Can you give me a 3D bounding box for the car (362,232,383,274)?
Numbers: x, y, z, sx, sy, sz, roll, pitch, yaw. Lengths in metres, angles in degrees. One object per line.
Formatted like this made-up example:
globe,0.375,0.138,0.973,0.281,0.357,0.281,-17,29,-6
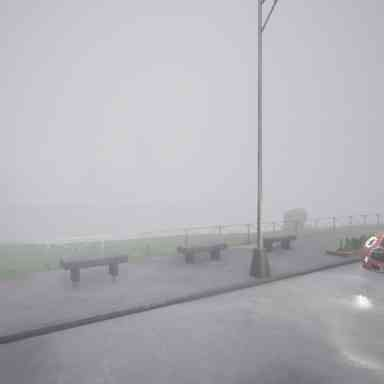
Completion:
car,6.832,1.352,9.414,4.553,1.767,2.097,0,0,-35
